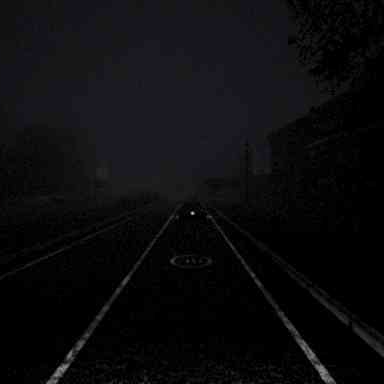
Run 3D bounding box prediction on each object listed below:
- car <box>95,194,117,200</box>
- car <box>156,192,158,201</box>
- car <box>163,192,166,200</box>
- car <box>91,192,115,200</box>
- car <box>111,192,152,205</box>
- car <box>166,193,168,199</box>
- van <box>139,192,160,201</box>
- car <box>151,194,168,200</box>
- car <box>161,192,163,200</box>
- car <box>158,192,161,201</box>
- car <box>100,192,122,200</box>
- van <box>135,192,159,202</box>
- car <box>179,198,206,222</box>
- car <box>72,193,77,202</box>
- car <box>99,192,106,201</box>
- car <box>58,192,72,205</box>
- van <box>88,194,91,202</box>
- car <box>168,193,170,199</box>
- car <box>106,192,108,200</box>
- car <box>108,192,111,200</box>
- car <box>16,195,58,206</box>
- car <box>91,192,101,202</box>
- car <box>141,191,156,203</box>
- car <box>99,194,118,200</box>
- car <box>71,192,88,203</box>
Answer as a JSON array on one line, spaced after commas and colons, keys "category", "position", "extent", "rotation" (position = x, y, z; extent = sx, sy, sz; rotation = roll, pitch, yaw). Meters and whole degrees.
[{"category": "car", "position": [-22.160, 1.321, 85.641], "extent": [5.008, 1.535, 2.097], "rotation": [0, 0, 0]}, {"category": "car", "position": [-8.995, 1.200, 57.847], "extent": [4.892, 1.521, 2.231], "rotation": [0, 0, 0]}, {"category": "car", "position": [-9.037, 1.263, 74.668], "extent": [5.008, 1.535, 2.097], "rotation": [0, 0, 0]}, {"category": "car", "position": [-22.126, 1.053, 82.856], "extent": [5.566, 2.045, 2.435], "rotation": [0, 0, 0]}, {"category": "car", "position": [-8.965, 1.200, 49.442], "extent": [4.892, 1.521, 2.231], "rotation": [0, 0, 0]}, {"category": "car", "position": [-9.082, 1.024, 77.472], "extent": [5.566, 2.045, 2.435], "rotation": [0, 0, 0]}, {"category": "van", "position": [-9.149, 1.025, 71.865], "extent": [4.442, 1.987, 1.878], "rotation": [0, 0, 0]}, {"category": "car", "position": [-9.148, 1.404, 94.287], "extent": [4.792, 1.488, 2.163], "rotation": [0, 0, 0]}, {"category": "car", "position": [-9.016, 1.240, 69.062], "extent": [4.892, 1.521, 2.231], "rotation": [0, 0, 0]}, {"category": "car", "position": [-9.024, 0.955, 60.653], "extent": [5.566, 2.045, 2.435], "rotation": [0, 0, 0]}, {"category": "car", "position": [-22.158, 1.105, 91.211], "extent": [5.566, 2.045, 2.435], "rotation": [0, 0, 0]}, {"category": "van", "position": [-8.897, 1.001, 66.259], "extent": [4.442, 1.987, 1.878], "rotation": [0, 0, 0]}, {"category": "car", "position": [0.038, 1.421, 24.911], "extent": [1.994, 1.385, 4.181], "rotation": [0, 0, 0]}, {"category": "car", "position": [-22.064, 1.240, 55.009], "extent": [4.674, 1.452, 2.002], "rotation": [0, 0, 0]}, {"category": "car", "position": [-21.926, 1.252, 71.716], "extent": [5.366, 1.575, 1.946], "rotation": [0, 0, 0]}, {"category": "car", "position": [-22.061, 1.199, 52.222], "extent": [5.008, 1.535, 2.097], "rotation": [0, 0, 0]}, {"category": "van", "position": [-22.200, 0.994, 63.359], "extent": [4.442, 1.987, 1.878], "rotation": [0, 0, 0]}, {"category": "car", "position": [-9.092, 1.334, 88.684], "extent": [5.008, 1.535, 2.097], "rotation": [0, 0, 0]}, {"category": "car", "position": [-22.116, 1.267, 74.502], "extent": [5.008, 1.535, 2.097], "rotation": [0, 0, 0]}, {"category": "car", "position": [-22.103, 1.309, 77.286], "extent": [4.792, 1.488, 2.163], "rotation": [0, 0, 0]}, {"category": "car", "position": [-22.040, 1.209, 46.654], "extent": [5.008, 1.535, 2.097], "rotation": [0, 0, 0]}, {"category": "car", "position": [-22.099, 1.283, 68.930], "extent": [4.674, 1.452, 2.002], "rotation": [0, 0, 0]}, {"category": "car", "position": [-9.005, 0.944, 52.243], "extent": [5.566, 2.045, 2.435], "rotation": [0, 0, 0]}, {"category": "car", "position": [-22.173, 1.377, 88.302], "extent": [4.674, 1.452, 2.002], "rotation": [0, 0, 0]}, {"category": "car", "position": [-22.044, 1.085, 60.578], "extent": [4.553, 1.767, 2.185], "rotation": [0, 0, 0]}]
